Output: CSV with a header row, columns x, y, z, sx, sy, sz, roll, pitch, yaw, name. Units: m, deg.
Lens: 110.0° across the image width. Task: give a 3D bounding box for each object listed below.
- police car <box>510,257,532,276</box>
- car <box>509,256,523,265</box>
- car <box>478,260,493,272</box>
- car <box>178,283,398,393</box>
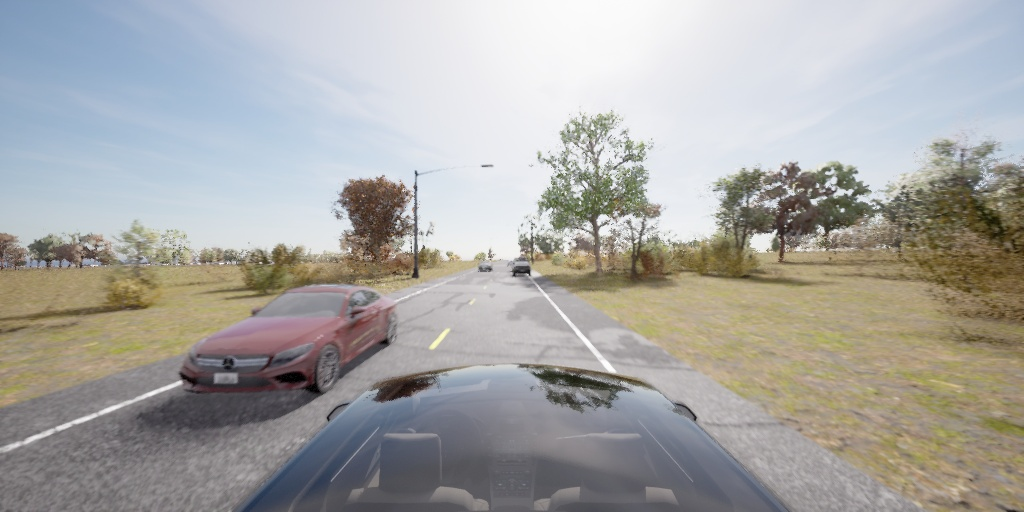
x,y,z,sx,sy,sz,roll,pitch,yaw,name
1.040,1.260,38.306,1.930,1.638,5.238,0,0,0,police car
1.038,1.081,48.228,2.150,2.045,5.566,0,0,0,car
-3.570,1.350,48.937,2.128,1.511,4.902,0,0,0,car
-3.600,1.288,6.845,1.812,1.442,4.674,0,0,0,car
